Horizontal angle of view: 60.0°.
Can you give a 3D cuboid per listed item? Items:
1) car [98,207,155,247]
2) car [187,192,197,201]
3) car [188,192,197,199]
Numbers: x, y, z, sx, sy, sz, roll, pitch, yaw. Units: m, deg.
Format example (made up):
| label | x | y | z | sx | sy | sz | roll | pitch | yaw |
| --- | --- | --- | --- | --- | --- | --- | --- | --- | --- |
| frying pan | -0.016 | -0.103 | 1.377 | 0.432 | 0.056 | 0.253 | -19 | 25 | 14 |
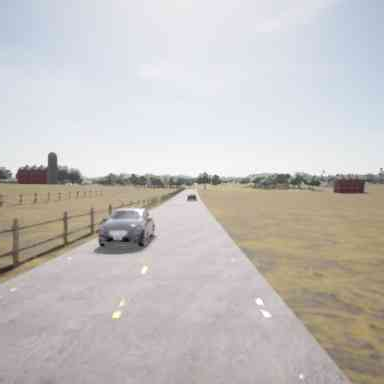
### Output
| label | x | y | z | sx | sy | sz | roll | pitch | yaw |
| --- | --- | --- | --- | --- | --- | --- | --- | --- | --- |
| car | -2.783 | 1.477 | 15.007 | 2.128 | 1.511 | 4.902 | 0 | 0 | 0 |
| car | 0.013 | 0.985 | 67.066 | 1.882 | 1.535 | 5.008 | 0 | 1 | 0 |
| car | 0.034 | 0.772 | 77.488 | 2.033 | 1.411 | 5.357 | 0 | 1 | 0 |
